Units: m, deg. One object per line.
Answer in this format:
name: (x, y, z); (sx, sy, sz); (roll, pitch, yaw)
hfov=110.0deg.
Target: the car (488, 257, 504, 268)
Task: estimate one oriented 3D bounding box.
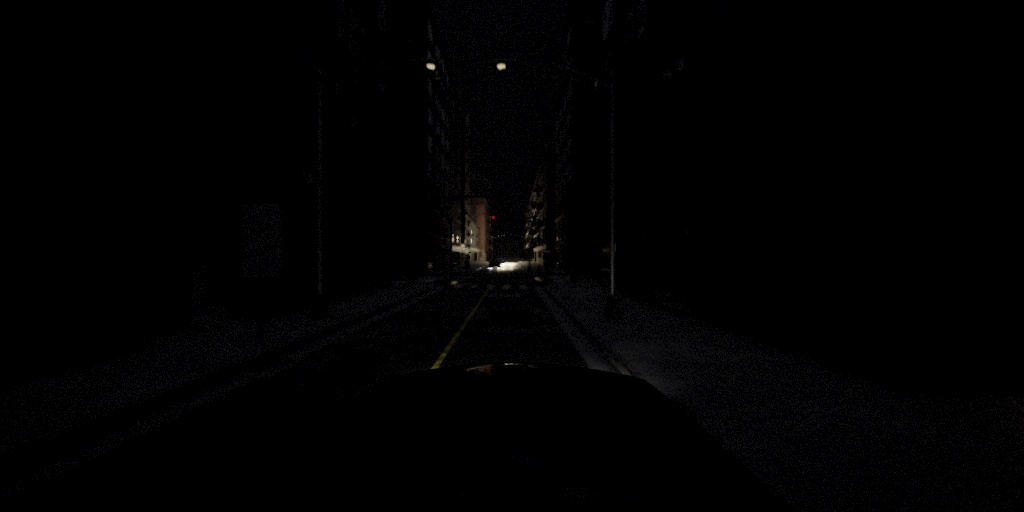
car: (-2.761, 1.217, 57.720); (2.033, 1.411, 5.357); (0, 0, 0)
